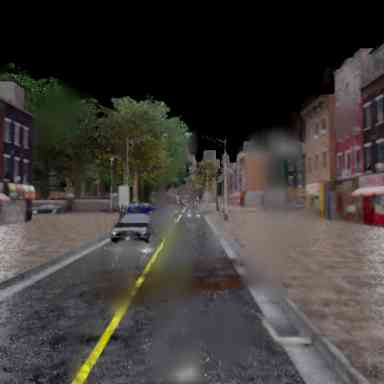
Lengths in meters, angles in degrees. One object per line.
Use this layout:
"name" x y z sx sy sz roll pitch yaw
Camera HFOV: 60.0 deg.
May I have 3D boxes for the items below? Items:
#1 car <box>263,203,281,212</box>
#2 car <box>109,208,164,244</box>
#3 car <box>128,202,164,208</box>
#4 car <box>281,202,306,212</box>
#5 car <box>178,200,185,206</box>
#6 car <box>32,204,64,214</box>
"car" 12.362 2.196 47.634 4.313 1.339 1.947 0 -2 0
"car" -2.855 1.789 17.577 2.033 1.411 5.357 0 -1 0
"car" -6.254 2.142 44.991 5.008 1.535 1.882 0 -2 0
"car" 14.826 2.049 45.006 4.181 1.385 1.994 0 -2 0
"car" -2.786 3.022 90.950 1.837 1.490 4.892 0 -1 0
"car" -20.624 2.459 47.609 4.403 1.369 2.008 -1 -1 0
